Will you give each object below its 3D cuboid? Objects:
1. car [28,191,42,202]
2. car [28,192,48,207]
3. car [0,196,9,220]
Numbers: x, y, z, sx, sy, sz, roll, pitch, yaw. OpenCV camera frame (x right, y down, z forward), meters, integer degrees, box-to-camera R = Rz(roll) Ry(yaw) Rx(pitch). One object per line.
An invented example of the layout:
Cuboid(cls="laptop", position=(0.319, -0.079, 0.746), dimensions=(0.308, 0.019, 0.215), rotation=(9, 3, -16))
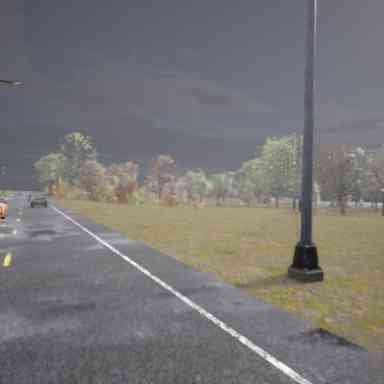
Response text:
Cuboid(cls="car", position=(-28.530, 0.787, 60.399), dimensions=(2.097, 1.767, 4.553), rotation=(1, 0, -26))
Cuboid(cls="car", position=(-19.271, 1.111, 41.864), dimensions=(2.128, 1.511, 4.902), rotation=(1, 0, -26))
Cuboid(cls="car", position=(-14.815, 1.052, 24.583), dimensions=(2.097, 1.767, 4.553), rotation=(1, 0, -26))
